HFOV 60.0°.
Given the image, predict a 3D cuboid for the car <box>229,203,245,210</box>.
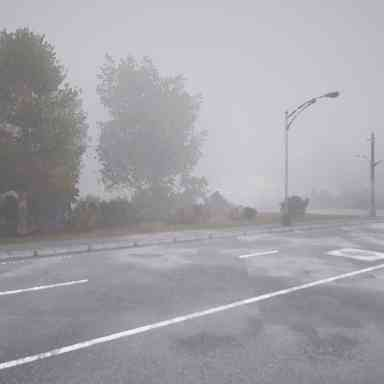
[{"bbox_3d":[6.531,2.425,52.938,2.033,1.411,5.357,0,-3,-32],"label":"car"}]
